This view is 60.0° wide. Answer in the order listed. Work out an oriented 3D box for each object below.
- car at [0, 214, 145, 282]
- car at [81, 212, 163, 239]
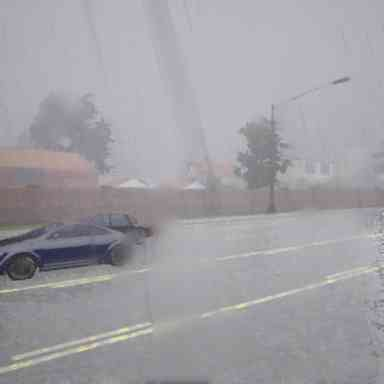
[{"bbox_3d":[-3.819,1.570,9.865,4.181,1.385,1.994,0,0,-35],"label":"car"},{"bbox_3d":[-3.875,1.555,14.125,5.357,1.411,2.033,0,0,-36],"label":"car"}]
